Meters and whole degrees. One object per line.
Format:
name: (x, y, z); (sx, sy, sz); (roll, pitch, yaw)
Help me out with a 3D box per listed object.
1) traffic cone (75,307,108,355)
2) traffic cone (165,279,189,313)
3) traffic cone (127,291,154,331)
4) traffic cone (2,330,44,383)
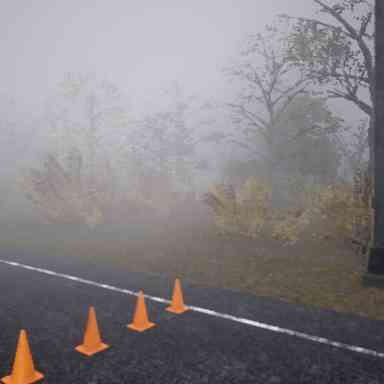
traffic cone: (-1.460, 1.975, 4.841); (0.340, 0.580, 0.340); (0, 0, 36)
traffic cone: (-0.290, 1.984, 6.462); (0.340, 0.580, 0.340); (0, 0, 36)
traffic cone: (-0.875, 1.980, 5.652); (0.340, 0.580, 0.340); (0, 0, 36)
traffic cone: (-2.045, 1.970, 4.030); (0.340, 0.580, 0.340); (0, 0, 36)
